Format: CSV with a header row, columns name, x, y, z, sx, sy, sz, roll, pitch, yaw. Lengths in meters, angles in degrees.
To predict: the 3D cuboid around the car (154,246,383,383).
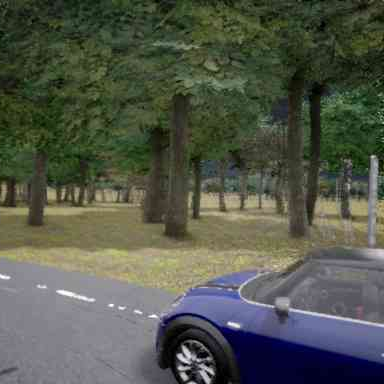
name,x,y,z,sx,sy,sz,roll,pitch,yaw
car,1.761,1.425,3.793,4.553,1.767,2.097,0,-1,33
